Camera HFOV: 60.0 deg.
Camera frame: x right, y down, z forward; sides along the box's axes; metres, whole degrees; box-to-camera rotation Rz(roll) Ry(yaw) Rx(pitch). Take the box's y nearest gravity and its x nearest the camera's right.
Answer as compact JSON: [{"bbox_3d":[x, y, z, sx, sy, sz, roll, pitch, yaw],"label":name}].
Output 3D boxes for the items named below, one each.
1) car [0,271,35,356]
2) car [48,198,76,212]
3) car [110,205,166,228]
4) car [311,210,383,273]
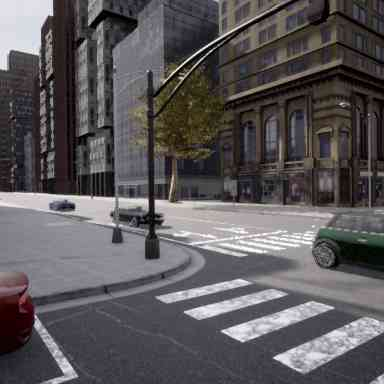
[{"bbox_3d":[-4.209,1.545,3.634,4.507,1.381,1.887,0,-1,-36],"label":"car"},{"bbox_3d":[-14.229,1.371,36.350,1.895,1.301,4.718,-1,1,-36],"label":"car"},{"bbox_3d":[-3.645,1.517,21.769,1.895,1.301,4.718,-1,1,-36],"label":"car"},{"bbox_3d":[5.652,1.346,8.988,2.097,1.767,4.553,0,0,-36],"label":"car"}]
